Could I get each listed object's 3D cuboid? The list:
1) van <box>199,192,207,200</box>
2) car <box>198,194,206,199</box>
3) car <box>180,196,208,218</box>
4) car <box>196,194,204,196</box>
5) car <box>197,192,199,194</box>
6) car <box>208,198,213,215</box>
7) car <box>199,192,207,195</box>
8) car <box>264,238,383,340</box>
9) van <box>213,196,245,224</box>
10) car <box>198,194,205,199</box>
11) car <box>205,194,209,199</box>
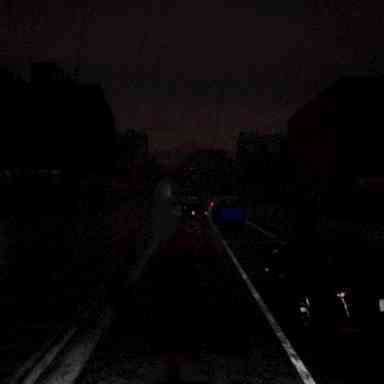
[{"bbox_3d":[2.645,0.999,77.579,1.690,1.788,3.998,1,0,0],"label":"van"},{"bbox_3d":[2.642,1.183,88.587,2.008,1.369,4.403,1,0,0],"label":"car"},{"bbox_3d":[0.097,1.352,28.124,1.837,1.490,4.892,0,0,0],"label":"car"},{"bbox_3d":[0.101,1.321,39.350,1.812,1.442,4.674,0,0,0],"label":"car"},{"bbox_3d":[2.645,1.114,72.076,1.967,1.590,4.097,1,0,0],"label":"car"},{"bbox_3d":[2.645,1.369,28.816,1.752,1.417,4.829,1,0,0],"label":"car"},{"bbox_3d":[2.644,1.215,66.743,1.752,1.417,4.829,1,0,0],"label":"car"},{"bbox_3d":[2.646,1.528,6.484,1.947,1.339,4.313,1,0,0],"label":"car"},{"bbox_3d":[2.648,1.213,23.104,1.690,1.788,3.998,1,0,0],"label":"van"},{"bbox_3d":[2.641,1.203,94.090,1.802,1.307,4.206,1,0,0],"label":"car"},{"bbox_3d":[2.646,1.258,34.186,1.967,1.590,4.097,1,0,0],"label":"car"}]
